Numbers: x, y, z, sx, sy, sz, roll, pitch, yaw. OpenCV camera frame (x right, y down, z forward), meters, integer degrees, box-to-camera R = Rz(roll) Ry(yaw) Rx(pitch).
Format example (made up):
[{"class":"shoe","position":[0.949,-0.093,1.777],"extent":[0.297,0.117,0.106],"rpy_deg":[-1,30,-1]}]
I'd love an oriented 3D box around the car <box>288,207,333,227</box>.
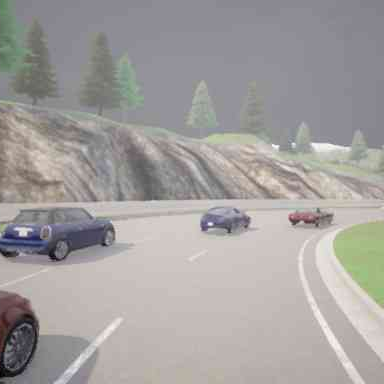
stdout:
[{"class":"car","position":[8.638,1.724,23.837],"extent":[1.895,1.301,4.718],"rpy_deg":[1,0,37]}]

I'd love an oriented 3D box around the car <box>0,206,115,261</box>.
[{"class":"car","position":[-4.705,1.317,12.397],"extent":[2.097,1.767,4.553],"rpy_deg":[1,0,15]}]

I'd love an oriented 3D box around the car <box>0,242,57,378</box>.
[{"class":"car","position":[-3.082,1.496,2.580],"extent":[1.812,1.442,4.674],"rpy_deg":[0,0,4]}]

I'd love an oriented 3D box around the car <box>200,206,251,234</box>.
[{"class":"car","position":[2.040,1.573,19.880],"extent":[1.812,1.442,4.674],"rpy_deg":[0,0,27]}]
